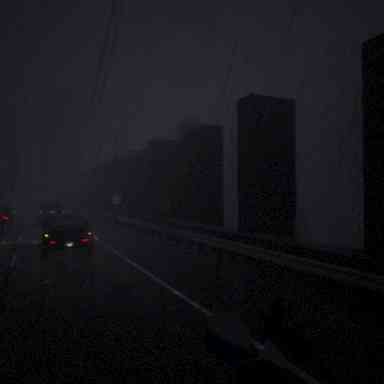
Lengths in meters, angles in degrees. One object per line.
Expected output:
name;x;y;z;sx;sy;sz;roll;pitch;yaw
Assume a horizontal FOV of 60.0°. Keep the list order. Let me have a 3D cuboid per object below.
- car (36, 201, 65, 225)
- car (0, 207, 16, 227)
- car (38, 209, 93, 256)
car;-11.310;1.599;26.674;2.097;1.767;4.553;0;0;-25
car;-14.113;1.810;24.384;2.033;1.411;5.357;0;0;-25
car;-5.246;1.647;13.711;1.812;1.442;4.674;0;0;-25
